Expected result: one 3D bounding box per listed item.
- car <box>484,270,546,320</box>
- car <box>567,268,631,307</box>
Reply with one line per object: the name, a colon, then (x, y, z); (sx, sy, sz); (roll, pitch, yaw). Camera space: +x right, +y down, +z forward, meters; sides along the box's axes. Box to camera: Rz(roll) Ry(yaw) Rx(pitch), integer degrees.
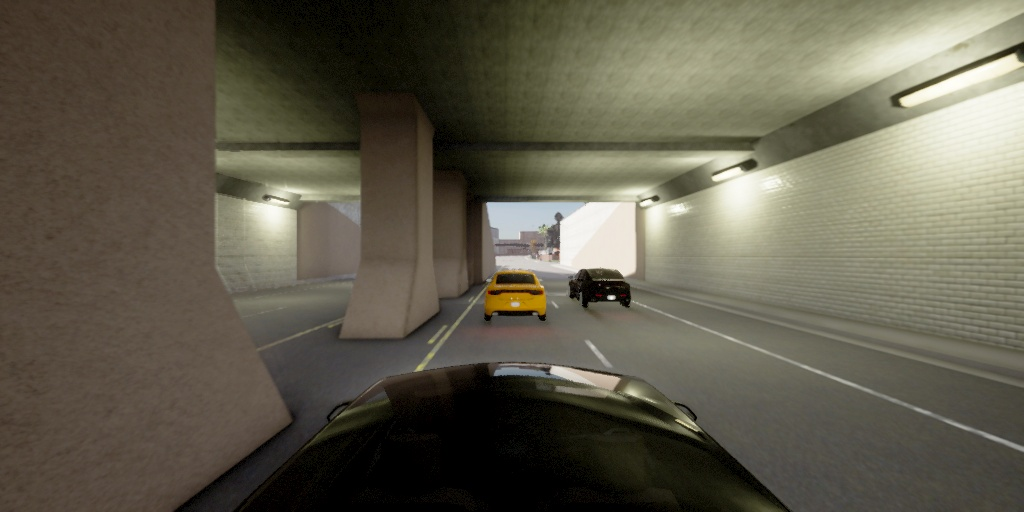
car: (0.098, 1.224, 12.682); (1.882, 1.535, 5.008); (0, 0, 0)
car: (3.599, 1.251, 15.389); (1.837, 1.490, 4.892); (0, 0, 0)
